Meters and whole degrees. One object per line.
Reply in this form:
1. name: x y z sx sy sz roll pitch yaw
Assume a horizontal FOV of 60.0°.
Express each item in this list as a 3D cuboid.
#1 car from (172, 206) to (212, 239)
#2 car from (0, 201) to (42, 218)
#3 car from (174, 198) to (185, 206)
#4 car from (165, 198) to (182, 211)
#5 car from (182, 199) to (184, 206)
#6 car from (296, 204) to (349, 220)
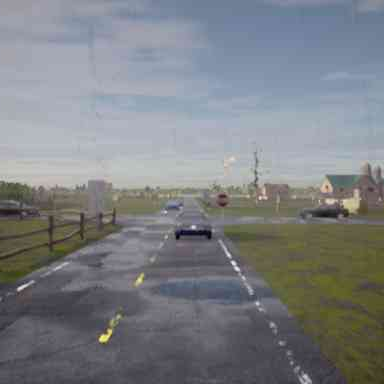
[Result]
1. car: 0.005 1.730 18.584 1.994 1.385 4.181 0 0 -2
2. car: -16.471 1.583 30.825 4.892 1.490 1.837 2 0 2
3. car: -2.765 2.177 73.210 2.128 1.511 4.902 0 -1 0
4. car: -2.806 1.909 48.425 1.882 1.535 5.008 0 -1 0
5. car: -2.769 2.123 62.754 1.994 1.385 4.181 0 -1 0
6. car: 13.010 1.953 33.267 5.008 1.535 1.882 0 0 0
